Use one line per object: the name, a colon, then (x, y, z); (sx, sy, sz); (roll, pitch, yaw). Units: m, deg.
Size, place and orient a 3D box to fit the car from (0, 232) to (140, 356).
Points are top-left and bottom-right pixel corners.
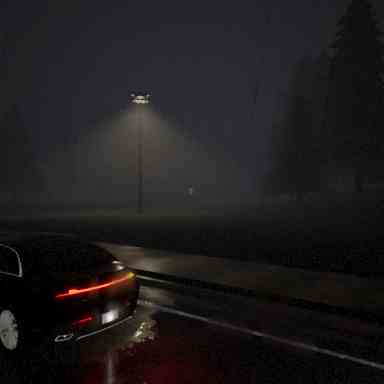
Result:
car: (-3.123, 1.505, 6.101); (4.892, 1.490, 1.837); (0, 0, 36)
